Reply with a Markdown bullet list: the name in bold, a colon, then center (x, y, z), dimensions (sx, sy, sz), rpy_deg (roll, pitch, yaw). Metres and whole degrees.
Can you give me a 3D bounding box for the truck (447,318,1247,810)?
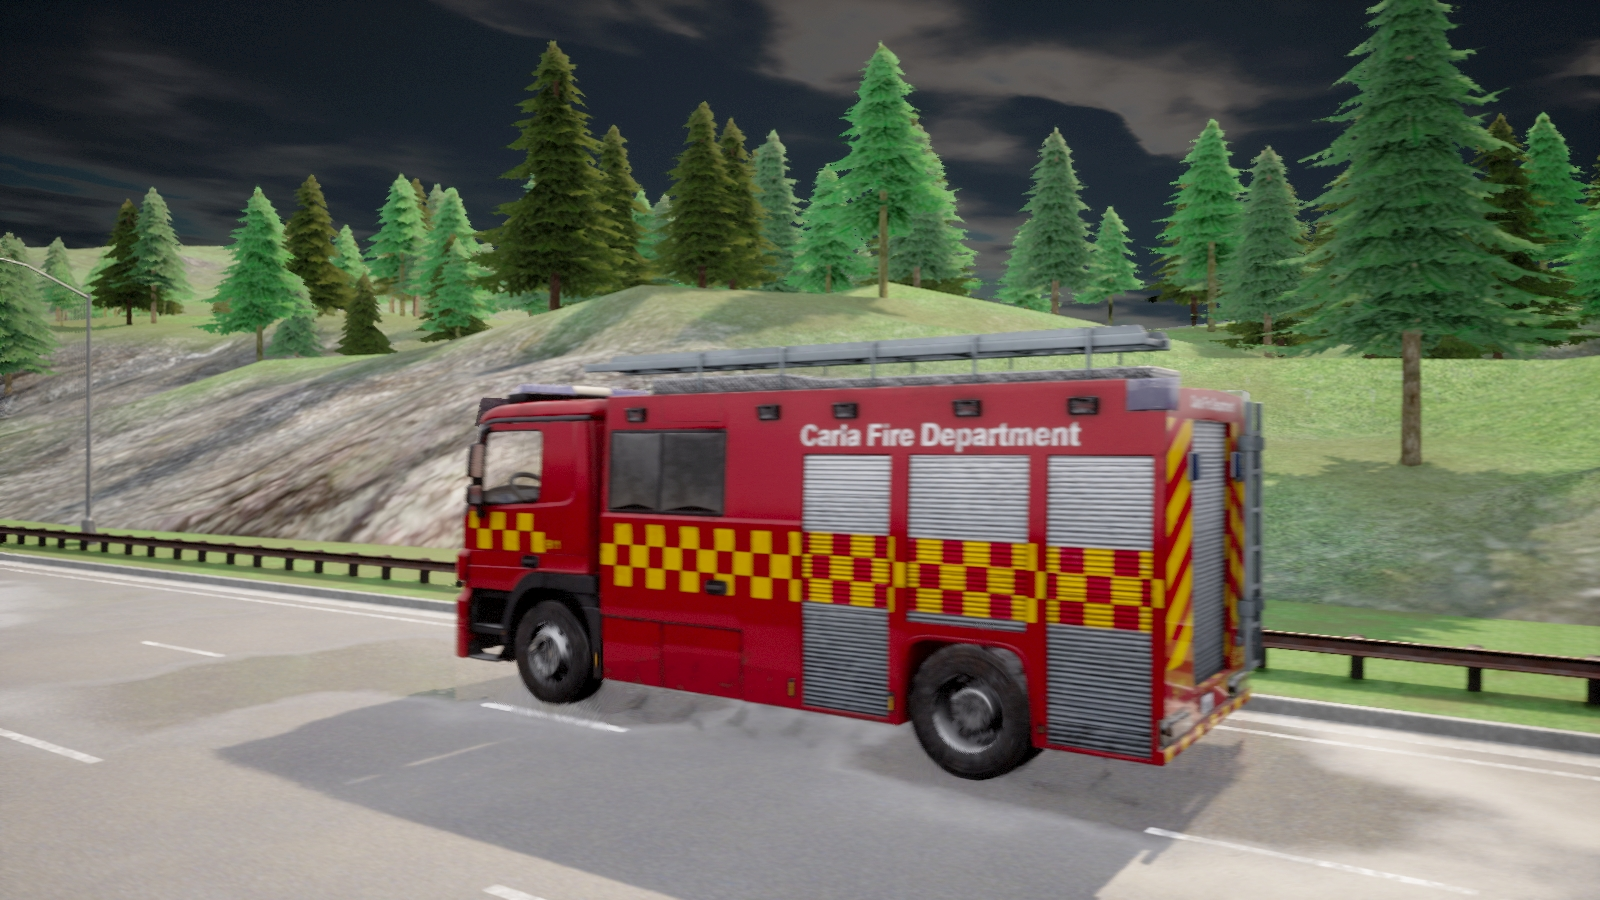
- **truck**: center (0.093, 0.880, 12.469), dimensions (8.468, 3.827, 2.891), rpy_deg (0, 0, 34)
